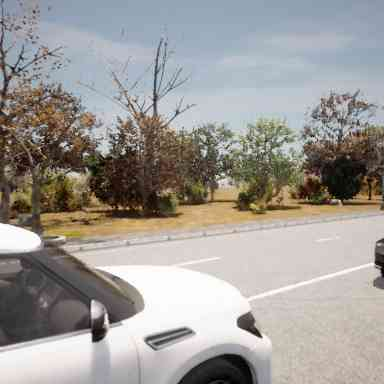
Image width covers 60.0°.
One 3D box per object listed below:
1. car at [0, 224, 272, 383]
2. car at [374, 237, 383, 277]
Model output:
[{"bbox_3d":[-1.881,1.219,2.404,5.566,2.045,2.150,0,0,-36],"label":"car"},{"bbox_3d":[6.483,1.364,8.365,4.902,1.511,2.128,-1,1,-35],"label":"car"}]
